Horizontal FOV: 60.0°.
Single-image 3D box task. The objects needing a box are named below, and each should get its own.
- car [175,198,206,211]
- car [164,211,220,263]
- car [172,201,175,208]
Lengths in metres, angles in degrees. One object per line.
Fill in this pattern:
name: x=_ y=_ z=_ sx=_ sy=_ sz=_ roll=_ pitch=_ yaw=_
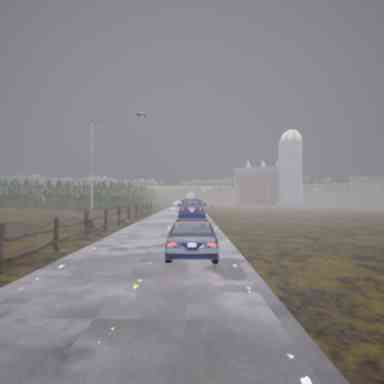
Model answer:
car: x=0.008 y=1.515 z=27.578 sx=2.150 sy=2.045 sz=5.566 roll=0 pitch=0 yaw=0
car: x=0.010 y=1.669 z=12.516 sx=2.033 sy=1.411 sz=5.357 roll=0 pitch=-1 yaw=0
car: x=-2.777 y=2.388 z=65.277 sx=1.812 sy=1.442 sz=4.674 roll=0 pitch=-1 yaw=0
